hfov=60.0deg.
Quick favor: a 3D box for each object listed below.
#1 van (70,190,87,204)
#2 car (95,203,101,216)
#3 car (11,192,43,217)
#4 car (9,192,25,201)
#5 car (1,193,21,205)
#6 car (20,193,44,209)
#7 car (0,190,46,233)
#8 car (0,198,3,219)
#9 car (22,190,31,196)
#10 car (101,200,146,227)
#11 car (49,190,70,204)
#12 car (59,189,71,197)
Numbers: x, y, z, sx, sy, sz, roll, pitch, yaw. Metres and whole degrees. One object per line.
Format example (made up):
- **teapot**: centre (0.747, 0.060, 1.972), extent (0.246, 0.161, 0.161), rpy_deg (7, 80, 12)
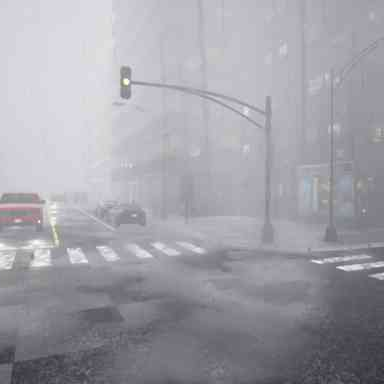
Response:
- **van**: centre (-15.566, 0.729, 46.197), extent (1.690, 1.788, 3.998), rpy_deg (1, 0, -24)
- **car**: centre (-6.423, 1.289, 25.880), extent (1.802, 1.307, 4.206), rpy_deg (1, 0, -24)
- **car**: centre (-13.194, 0.959, 26.872), extent (2.097, 1.767, 4.553), rpy_deg (1, 1, -24)
- **car**: centre (-27.802, 0.725, 52.950), extent (1.947, 1.339, 4.313), rpy_deg (1, 0, -24)
- **car**: centre (-23.228, 0.884, 42.792), extent (1.947, 1.339, 4.313), rpy_deg (1, 0, -24)
- **car**: centre (-17.268, 0.955, 36.083), extent (2.128, 1.511, 4.902), rpy_deg (1, 1, -24)
- **car**: centre (-9.312, 0.965, 18.125), extent (2.150, 2.045, 5.566), rpy_deg (1, 1, -25)
- **car**: centre (-14.079, 1.182, 22.475), extent (1.887, 1.381, 4.507), rpy_deg (1, 0, -24)
- **car**: centre (-41.525, 0.265, 83.427), extent (1.802, 1.307, 4.206), rpy_deg (1, 0, -24)
- **car**: centre (-4.136, 1.353, 20.800), extent (1.947, 1.339, 4.313), rpy_deg (1, 0, -24)
- **car**: centre (-18.546, 0.826, 46.226), extent (1.882, 1.535, 5.008), rpy_deg (1, 1, -24)
- **car**: centre (-29.287, 0.226, 76.672), extent (2.192, 1.841, 5.009), rpy_deg (1, 0, -24)
